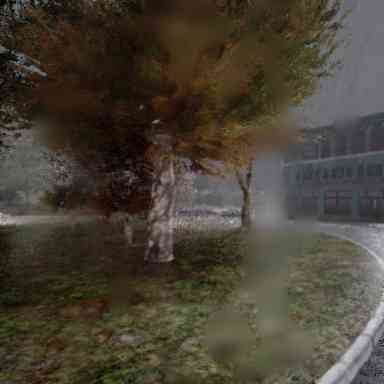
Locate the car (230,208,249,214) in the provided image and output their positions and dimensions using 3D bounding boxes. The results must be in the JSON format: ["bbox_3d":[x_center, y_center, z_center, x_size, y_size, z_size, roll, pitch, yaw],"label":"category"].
[{"bbox_3d":[13.284,5.313,92.850,5.008,1.535,2.097,1,-2,10],"label":"car"}]

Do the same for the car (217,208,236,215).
[{"bbox_3d":[8.783,4.988,85.138,4.792,1.488,2.163,1,-2,10],"label":"car"}]

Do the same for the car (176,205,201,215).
[{"bbox_3d":[-1.228,3.824,66.939,4.892,1.521,2.231,1,-3,8],"label":"car"}]

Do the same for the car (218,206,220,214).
[{"bbox_3d":[4.255,4.508,77.387,5.366,1.575,1.946,1,-2,9],"label":"car"}]

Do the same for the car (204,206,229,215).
[{"bbox_3d":[5.924,4.423,79.976,5.566,2.045,2.435,1,-3,9],"label":"car"}]

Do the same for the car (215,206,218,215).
[{"bbox_3d":[2.982,4.220,74.782,4.553,1.767,2.185,1,-3,9],"label":"car"}]

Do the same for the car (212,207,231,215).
[{"bbox_3d":[7.378,4.696,82.554,4.553,1.767,2.185,1,-2,9],"label":"car"}]

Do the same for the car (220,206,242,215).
[{"bbox_3d":[10.267,4.836,87.726,5.566,2.045,2.435,1,-2,10],"label":"car"}]

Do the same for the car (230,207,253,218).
[{"bbox_3d":[8.902,3.894,59.310,1.837,1.490,4.892,1,-3,26],"label":"car"}]

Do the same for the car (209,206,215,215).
[{"bbox_3d":[1.623,3.922,72.181,5.566,2.045,2.435,1,-3,8],"label":"car"}]

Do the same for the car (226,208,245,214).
[{"bbox_3d":[11.775,5.207,90.295,4.892,1.521,2.231,1,-2,10],"label":"car"}]

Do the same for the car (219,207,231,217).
[{"bbox_3d":[7.418,4.082,62.647,1.895,1.301,4.718,1,-3,27],"label":"car"}]

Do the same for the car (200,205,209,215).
[{"bbox_3d":[0.151,3.746,69.570,5.566,2.045,2.435,1,-3,8],"label":"car"}]
